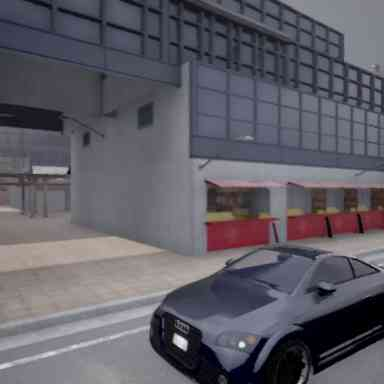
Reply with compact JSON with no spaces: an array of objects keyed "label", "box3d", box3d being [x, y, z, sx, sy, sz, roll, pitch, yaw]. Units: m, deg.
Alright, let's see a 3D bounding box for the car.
[{"label":"car","box3d":[1.479,1.553,5.031,4.181,1.385,1.994,0,0,-36]}]
